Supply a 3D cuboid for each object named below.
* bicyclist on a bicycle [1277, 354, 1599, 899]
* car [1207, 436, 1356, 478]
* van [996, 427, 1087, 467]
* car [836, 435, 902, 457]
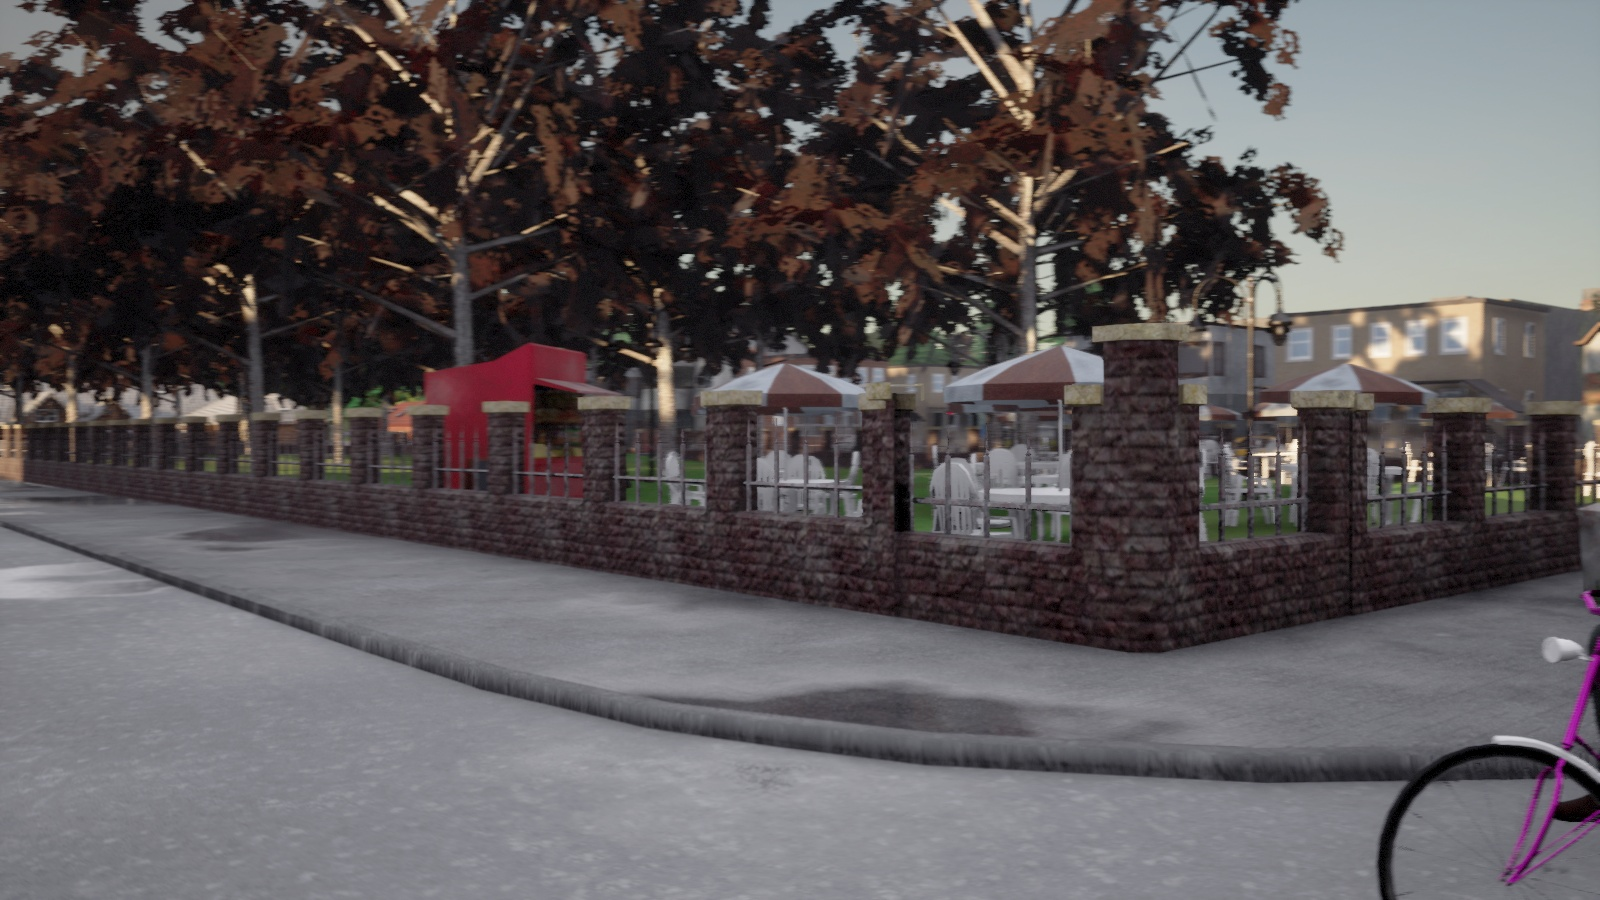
[{"bbox_3d":[2.371,0.665,3.483,1.843,1.776,0.659,0,-1,-4],"label":"bicyclist on a bicycle"},{"bbox_3d":[19.115,0.222,50.112,1.801,1.575,5.366,0,1,-40],"label":"car"},{"bbox_3d":[12.363,-0.173,64.538,1.775,1.987,4.442,0,1,-39],"label":"van"},{"bbox_3d":[4.878,-0.308,88.328,4.514,1.525,2.007,0,1,-39],"label":"car"}]
